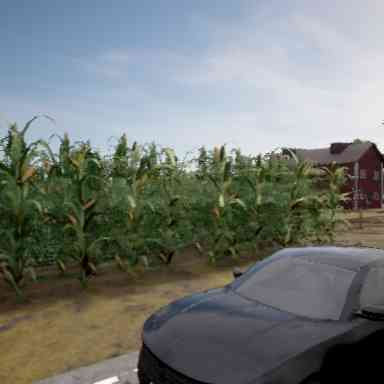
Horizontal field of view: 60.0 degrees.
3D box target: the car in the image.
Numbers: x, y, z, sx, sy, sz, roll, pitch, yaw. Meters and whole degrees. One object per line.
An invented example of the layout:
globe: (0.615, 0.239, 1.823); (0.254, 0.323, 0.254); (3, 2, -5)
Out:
car: (1.734, 1.478, 4.307); (5.008, 1.535, 1.882); (0, 0, -35)
